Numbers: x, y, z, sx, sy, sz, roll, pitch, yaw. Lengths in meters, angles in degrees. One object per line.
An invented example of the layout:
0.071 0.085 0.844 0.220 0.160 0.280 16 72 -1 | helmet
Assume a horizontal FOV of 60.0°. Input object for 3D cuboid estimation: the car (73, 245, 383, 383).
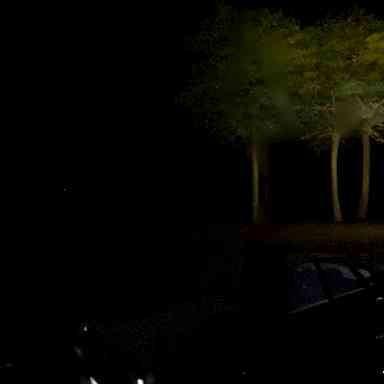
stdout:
1.204 1.559 4.870 5.357 1.411 2.033 0 0 -36 | car
